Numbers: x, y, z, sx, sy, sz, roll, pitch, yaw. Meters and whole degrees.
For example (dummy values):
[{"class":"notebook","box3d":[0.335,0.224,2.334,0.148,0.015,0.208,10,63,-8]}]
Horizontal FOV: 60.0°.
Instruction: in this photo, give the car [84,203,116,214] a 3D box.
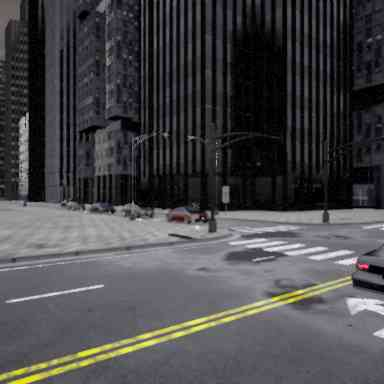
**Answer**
[{"class":"car","box3d":[-11.435,2.038,42.057,2.033,1.411,5.357,0,-1,-37]}]

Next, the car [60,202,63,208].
[{"class":"car","box3d":[-23.885,2.272,64.176,1.882,1.535,5.008,0,-1,-37]}]

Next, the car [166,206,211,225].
[{"class":"car","box3d":[-0.347,1.849,27.109,1.994,1.385,4.181,0,-1,-37]}]

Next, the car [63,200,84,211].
[{"class":"car","box3d":[-17.552,2.114,50.364,1.837,1.490,4.892,0,-1,-36]}]

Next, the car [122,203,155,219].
[{"class":"car","box3d":[-5.574,1.887,34.157,1.837,1.490,4.892,0,-1,-36]}]

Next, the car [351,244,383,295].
[{"class":"car","box3d":[5.847,1.599,7.803,5.357,1.411,2.033,0,0,-37]}]
